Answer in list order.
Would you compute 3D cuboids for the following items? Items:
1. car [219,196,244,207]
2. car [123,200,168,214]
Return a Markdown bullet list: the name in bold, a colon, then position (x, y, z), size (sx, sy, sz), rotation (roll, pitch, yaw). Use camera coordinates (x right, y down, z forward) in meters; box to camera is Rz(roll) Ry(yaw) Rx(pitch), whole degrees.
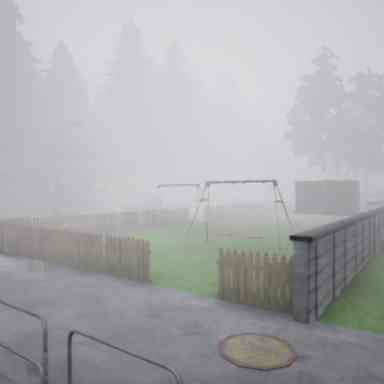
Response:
- **car**: position (5.860, 1.404, 49.467), size (2.097, 1.767, 4.553), rotation (0, 0, 36)
- **car**: position (-4.714, 1.536, 34.812), size (2.033, 1.411, 5.357), rotation (0, 0, 36)
